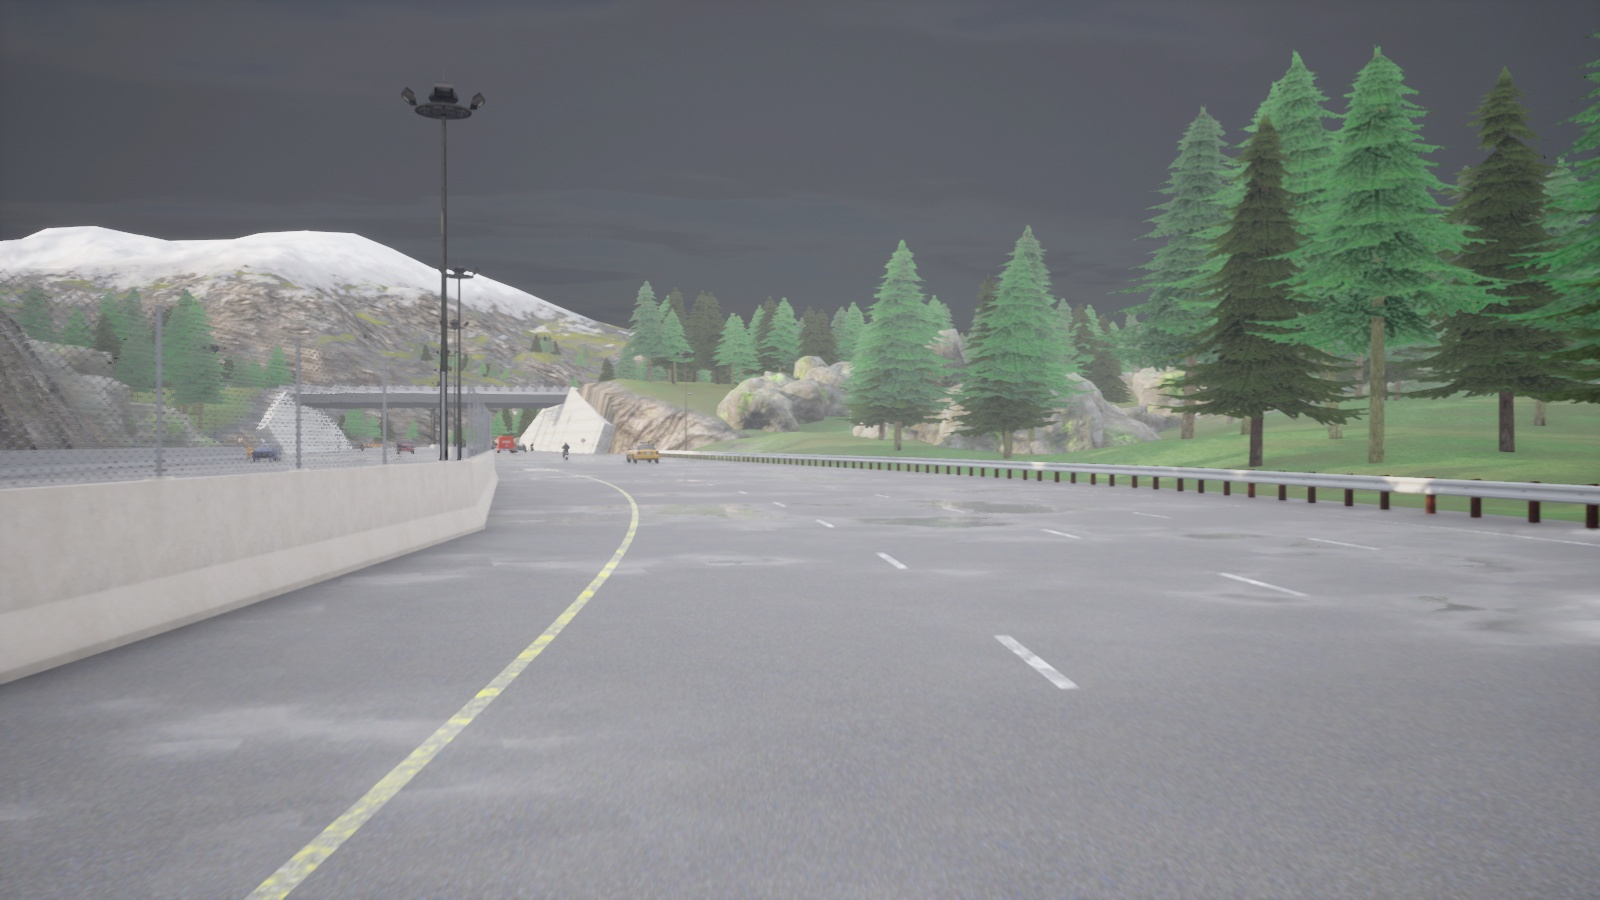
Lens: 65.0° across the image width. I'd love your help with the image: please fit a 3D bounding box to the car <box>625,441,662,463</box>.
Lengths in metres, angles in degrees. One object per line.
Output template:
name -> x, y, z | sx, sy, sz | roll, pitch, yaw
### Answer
car -> -11.562, 0.156, 92.579 | 1.801, 1.575, 5.366 | 0, 0, -17
